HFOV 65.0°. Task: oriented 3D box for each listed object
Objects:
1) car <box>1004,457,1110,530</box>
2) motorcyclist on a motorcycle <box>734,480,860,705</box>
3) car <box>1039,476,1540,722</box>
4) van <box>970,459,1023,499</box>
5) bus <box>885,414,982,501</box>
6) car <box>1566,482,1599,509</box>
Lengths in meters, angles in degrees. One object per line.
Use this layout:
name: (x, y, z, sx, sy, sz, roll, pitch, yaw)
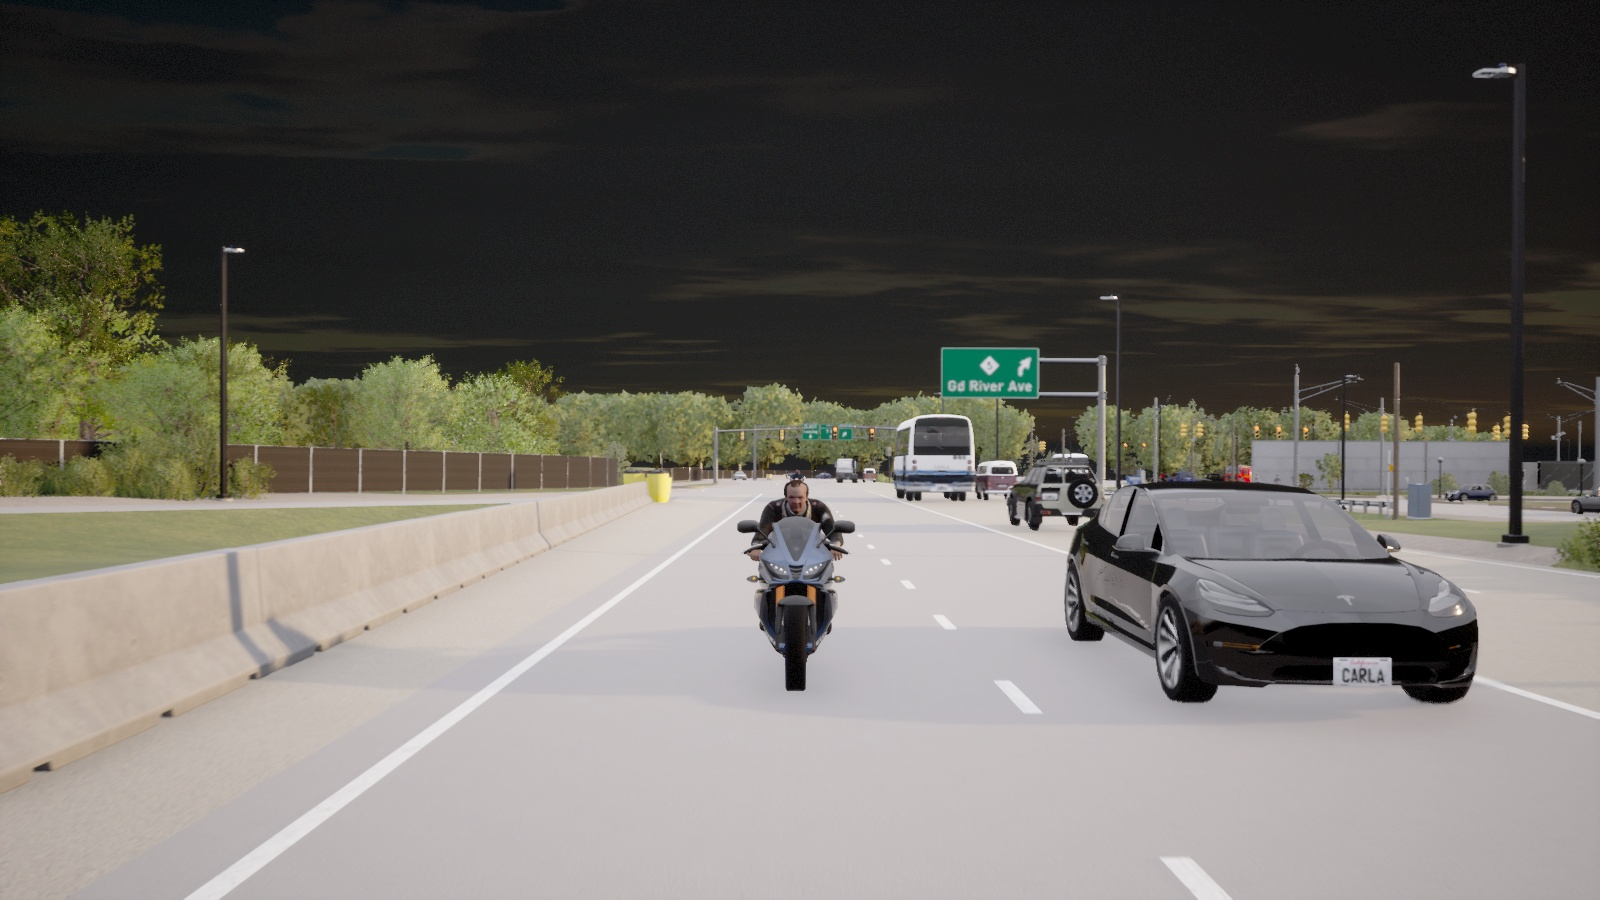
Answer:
car: (6.920, 1.149, 34.270, 1.932, 1.855, 4.605, 0, -1, 0)
motorcyclist on a motorcycle: (-0.022, 1.010, 9.763, 0.866, 1.530, 2.191, 0, -1, 0)
car: (3.477, 0.967, 10.158, 2.163, 1.488, 4.792, 0, -1, 0)
van: (10.345, 1.529, 66.300, 2.069, 2.038, 4.480, 0, -1, 0)
bus: (6.841, 0.442, 66.143, 3.944, 4.253, 10.273, 0, -1, 0)
car: (45.114, 2.524, 70.393, 1.970, 1.475, 3.806, 0, -1, -1)
